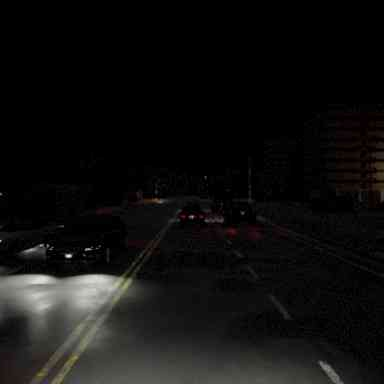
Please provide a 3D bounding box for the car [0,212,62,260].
[{"bbox_3d":[-7.001,1.693,13.001,1.895,1.301,4.718,0,0,0],"label":"car"}]

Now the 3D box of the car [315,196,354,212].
[{"bbox_3d":[17.787,1.444,40.918,3.866,1.878,1.905,0,0,-2],"label":"car"}]

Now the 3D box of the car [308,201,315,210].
[{"bbox_3d":[17.767,1.462,43.813,4.605,1.855,1.932,0,0,-2],"label":"car"}]

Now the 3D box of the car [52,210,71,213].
[{"bbox_3d":[-7.001,1.691,17.954,1.994,1.385,4.181,0,0,0],"label":"car"}]

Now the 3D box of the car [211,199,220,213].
[{"bbox_3d":[3.536,1.646,41.936,2.097,1.767,4.553,0,0,0],"label":"car"}]

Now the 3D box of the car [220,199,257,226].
[{"bbox_3d":[3.543,1.529,25.278,2.097,1.767,4.553,0,-1,1],"label":"car"}]

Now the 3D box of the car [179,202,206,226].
[{"bbox_3d":[0.037,1.722,24.672,2.033,1.411,5.357,0,0,1],"label":"car"}]

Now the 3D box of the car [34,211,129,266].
[{"bbox_3d":[-3.533,1.589,11.999,1.837,1.490,4.892,0,0,0],"label":"car"}]
